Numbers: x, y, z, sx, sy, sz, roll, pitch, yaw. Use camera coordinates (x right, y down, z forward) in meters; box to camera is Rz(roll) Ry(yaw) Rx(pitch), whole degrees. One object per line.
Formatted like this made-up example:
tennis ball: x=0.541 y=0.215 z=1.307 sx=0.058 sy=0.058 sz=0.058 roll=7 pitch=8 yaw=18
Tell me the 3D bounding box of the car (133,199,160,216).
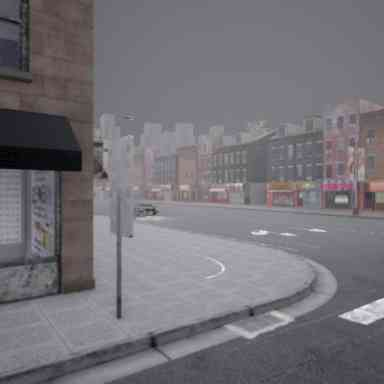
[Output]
car: x=-4.943 y=1.336 z=29.703 sx=2.033 sy=1.411 sz=5.357 roll=0 pitch=0 yaw=-36
